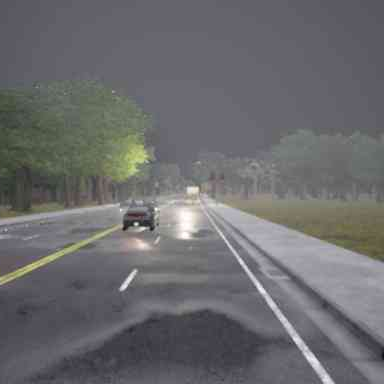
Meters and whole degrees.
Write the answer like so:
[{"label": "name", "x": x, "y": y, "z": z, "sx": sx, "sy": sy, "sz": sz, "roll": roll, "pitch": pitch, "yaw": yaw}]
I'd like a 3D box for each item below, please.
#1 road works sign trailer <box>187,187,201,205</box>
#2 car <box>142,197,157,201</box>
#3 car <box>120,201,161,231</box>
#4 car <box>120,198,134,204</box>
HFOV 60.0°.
[{"label": "road works sign trailer", "x": 0.183, "y": 0.712, "z": 65.995, "sx": 2.380, "sy": 3.560, "sz": 2.880, "roll": 0, "pitch": 0, "yaw": 1}, {"label": "car", "x": -6.490, "y": 1.548, "z": 50.672, "sx": 2.097, "sy": 1.767, "sz": 4.553, "roll": 0, "pitch": 0, "yaw": 1}, {"label": "car", "x": -3.167, "y": 1.582, "z": 21.334, "sx": 1.837, "sy": 1.490, "sz": 4.892, "roll": 0, "pitch": 0, "yaw": 0}, {"label": "car", "x": -9.736, "y": 1.724, "z": 51.031, "sx": 1.812, "sy": 1.442, "sz": 4.674, "roll": 0, "pitch": 0, "yaw": 1}]
